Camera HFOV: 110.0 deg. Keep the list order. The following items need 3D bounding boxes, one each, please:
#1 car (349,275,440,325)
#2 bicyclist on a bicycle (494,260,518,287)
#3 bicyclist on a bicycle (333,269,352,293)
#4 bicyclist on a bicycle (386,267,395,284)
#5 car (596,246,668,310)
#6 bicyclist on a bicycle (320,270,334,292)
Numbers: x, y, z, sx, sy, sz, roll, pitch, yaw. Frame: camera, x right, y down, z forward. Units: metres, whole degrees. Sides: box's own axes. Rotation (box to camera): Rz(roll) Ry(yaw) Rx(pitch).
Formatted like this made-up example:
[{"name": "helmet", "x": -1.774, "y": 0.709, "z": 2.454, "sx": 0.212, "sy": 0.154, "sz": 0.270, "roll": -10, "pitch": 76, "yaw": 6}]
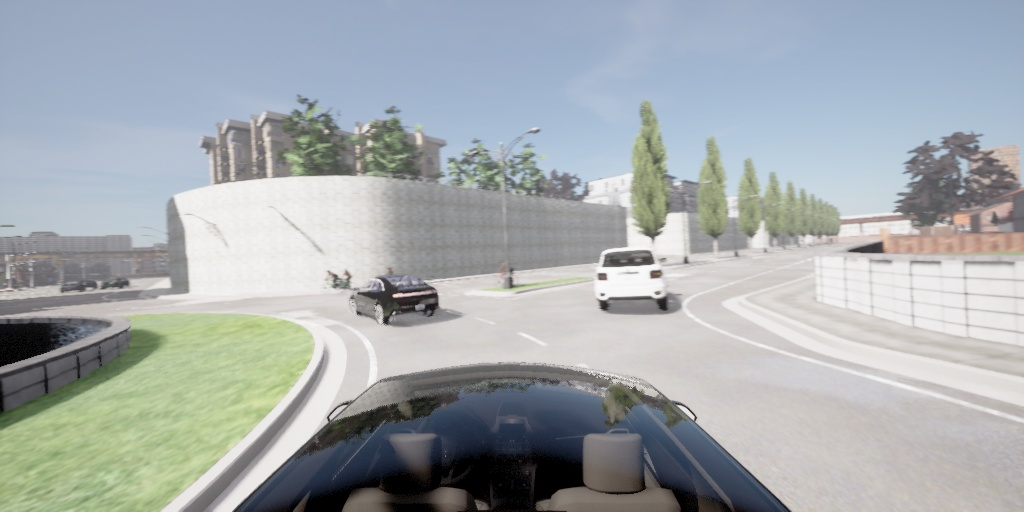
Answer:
[{"name": "car", "x": -4.395, "y": 1.446, "z": 12.948, "sx": 2.128, "sy": 1.511, "sz": 4.902, "roll": -3, "pitch": 0, "yaw": -40}, {"name": "bicyclist on a bicycle", "x": -0.375, "y": 1.040, "z": 21.276, "sx": 1.656, "sy": 1.620, "sz": 0.582, "roll": -6, "pitch": -7, "yaw": 30}, {"name": "bicyclist on a bicycle", "x": -11.746, "y": 1.727, "z": 25.465, "sx": 0.582, "sy": 1.620, "sz": 1.656, "roll": 7, "pitch": 6, "yaw": 4}, {"name": "bicyclist on a bicycle", "x": -7.895, "y": 1.556, "z": 23.342, "sx": 0.582, "sy": 1.620, "sz": 1.656, "roll": -3, "pitch": 0, "yaw": -7}, {"name": "car", "x": 4.495, "y": 0.709, "z": 13.297, "sx": 2.150, "sy": 2.045, "sz": 5.566, "roll": -4, "pitch": 0, "yaw": 22}, {"name": "bicyclist on a bicycle", "x": -13.057, "y": 1.758, "z": 25.934, "sx": 0.582, "sy": 1.620, "sz": 1.656, "roll": 14, "pitch": 18, "yaw": 36}]
